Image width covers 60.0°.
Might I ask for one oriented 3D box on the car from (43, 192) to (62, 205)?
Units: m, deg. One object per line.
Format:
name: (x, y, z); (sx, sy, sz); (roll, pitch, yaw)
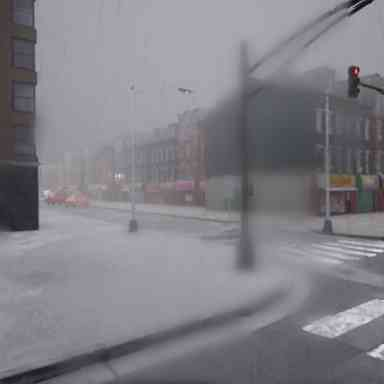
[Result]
car: (-20.838, 0.969, 51.490); (2.150, 2.045, 5.566); (-1, 1, -36)

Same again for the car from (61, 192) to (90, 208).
car: (-15.095, 1.129, 43.552); (2.097, 1.767, 4.553); (-1, 1, -36)
